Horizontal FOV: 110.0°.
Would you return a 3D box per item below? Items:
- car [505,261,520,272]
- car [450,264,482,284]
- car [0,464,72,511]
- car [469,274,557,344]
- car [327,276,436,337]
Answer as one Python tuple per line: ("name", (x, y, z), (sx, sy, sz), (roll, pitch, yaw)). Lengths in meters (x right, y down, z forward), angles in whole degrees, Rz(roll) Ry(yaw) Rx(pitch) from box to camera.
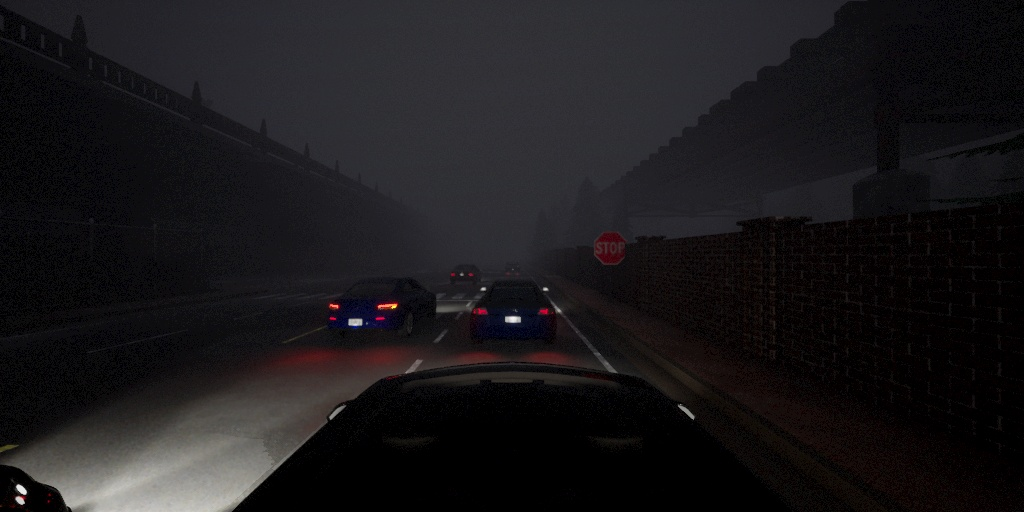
("car", (0.075, 1.351, 45.920), (1.895, 1.301, 4.718), (0, 0, -1))
("car", (-3.361, 1.297, 26.644), (2.033, 1.411, 5.357), (0, 0, 0))
("car", (-3.402, 1.314, 0.175), (1.994, 1.385, 4.181), (0, 0, 0))
("car", (0.063, 1.314, 9.593), (1.994, 1.385, 4.181), (0, 0, 1))
("car", (-3.419, 1.276, 10.113), (1.812, 1.442, 4.674), (0, 0, 0))
